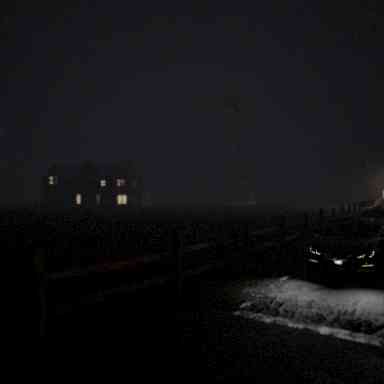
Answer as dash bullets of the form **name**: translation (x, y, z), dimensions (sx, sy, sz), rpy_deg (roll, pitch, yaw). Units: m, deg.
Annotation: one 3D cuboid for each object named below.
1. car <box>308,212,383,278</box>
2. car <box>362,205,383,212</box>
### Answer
- **car**: translation (5.113, 1.586, 10.683), dimensions (1.837, 1.490, 4.892), rpy_deg (-1, -1, 33)
- **car**: translation (10.427, 1.676, 18.899), dimensions (2.033, 1.411, 5.357), rpy_deg (-1, -1, 33)
